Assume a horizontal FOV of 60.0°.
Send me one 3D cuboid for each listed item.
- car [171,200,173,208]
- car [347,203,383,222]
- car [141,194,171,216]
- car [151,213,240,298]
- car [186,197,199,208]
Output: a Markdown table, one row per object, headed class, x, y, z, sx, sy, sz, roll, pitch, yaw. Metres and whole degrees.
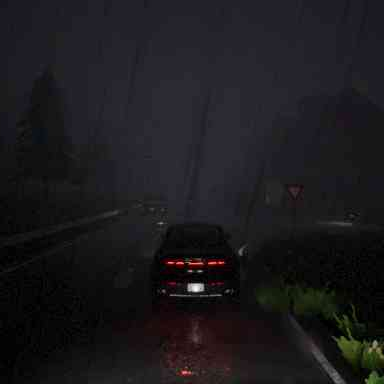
| class | x | y | z | sx | sy | sz | roll | pitch | yaw |
| --- | --- | --- | --- | --- | --- | --- | --- | --- | --- |
| car | -3.626 | 1.472 | 45.116 | 1.882 | 1.535 | 5.008 | 0 | 0 | 0 |
| car | 12.698 | 1.420 | 22.256 | 4.181 | 1.385 | 1.994 | 0 | 0 | 0 |
| car | -3.620 | 1.217 | 32.964 | 2.150 | 2.045 | 5.566 | 0 | 0 | 0 |
| car | 0.075 | 1.504 | 8.516 | 1.837 | 1.490 | 4.892 | 0 | 0 | 0 |
| car | 0.058 | 1.485 | 48.378 | 2.128 | 1.511 | 4.902 | 0 | 0 | 0 |
